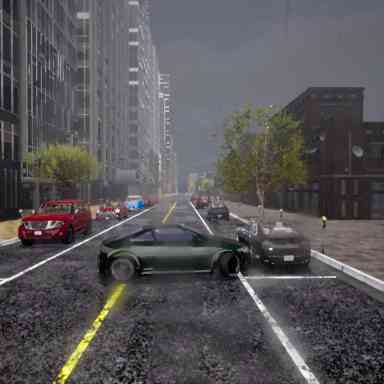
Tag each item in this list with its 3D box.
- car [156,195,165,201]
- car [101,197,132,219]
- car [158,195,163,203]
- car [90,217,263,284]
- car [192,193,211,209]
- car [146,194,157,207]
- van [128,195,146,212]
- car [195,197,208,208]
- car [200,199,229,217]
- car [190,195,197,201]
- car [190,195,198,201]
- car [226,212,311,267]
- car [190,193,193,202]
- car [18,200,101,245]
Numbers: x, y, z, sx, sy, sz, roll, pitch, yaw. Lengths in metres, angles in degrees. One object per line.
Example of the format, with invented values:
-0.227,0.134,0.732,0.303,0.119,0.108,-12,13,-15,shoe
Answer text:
-7.859,1.497,82.688,1.752,1.417,4.829,-1,0,-2,car
-6.393,1.432,26.802,1.967,1.590,4.097,-1,0,-2,car
-7.424,1.522,66.260,1.887,1.381,4.507,-1,0,-2,car
-0.461,1.557,9.238,4.181,1.385,1.994,0,0,-9,car
1.536,1.301,44.340,2.192,1.841,5.009,-1,0,-2,car
-6.987,1.299,49.660,2.192,1.841,5.009,-1,0,-2,car
-6.695,1.329,38.595,1.690,1.788,3.998,-1,0,-2,van
1.389,1.509,50.042,1.752,1.417,4.829,-1,0,-2,car
2.010,1.543,27.007,2.008,1.369,4.403,-1,0,-1,car
0.369,1.551,88.600,1.802,1.307,4.206,-1,0,-2,car
0.515,1.537,83.068,1.947,1.339,4.313,-1,0,-2,car
2.548,1.548,11.148,2.008,1.369,4.403,-1,0,-2,car
0.804,1.291,72.003,2.192,1.841,5.009,-1,0,-2,car
-6.192,1.310,15.734,2.192,1.841,5.009,-1,0,-2,car
